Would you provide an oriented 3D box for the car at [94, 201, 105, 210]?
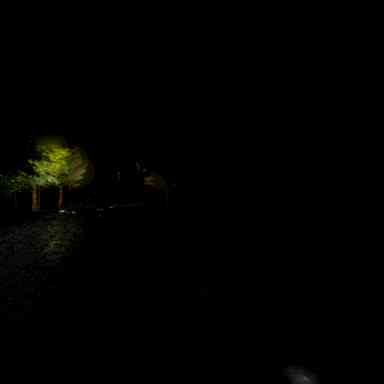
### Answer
[{"bbox_3d":[-17.576,2.531,63.292,1.882,1.535,5.008,-1,-1,-16],"label":"car"}]

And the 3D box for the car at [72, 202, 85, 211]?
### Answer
[{"bbox_3d":[-20.123,2.577,59.248,1.812,1.442,4.674,-1,-1,-16],"label":"car"}]

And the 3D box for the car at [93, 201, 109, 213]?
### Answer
[{"bbox_3d":[-12.595,2.147,46.183,1.837,1.490,4.892,-1,-1,-16],"label":"car"}]
